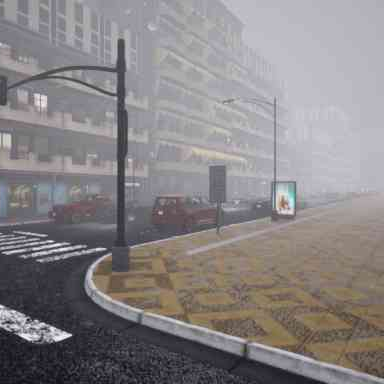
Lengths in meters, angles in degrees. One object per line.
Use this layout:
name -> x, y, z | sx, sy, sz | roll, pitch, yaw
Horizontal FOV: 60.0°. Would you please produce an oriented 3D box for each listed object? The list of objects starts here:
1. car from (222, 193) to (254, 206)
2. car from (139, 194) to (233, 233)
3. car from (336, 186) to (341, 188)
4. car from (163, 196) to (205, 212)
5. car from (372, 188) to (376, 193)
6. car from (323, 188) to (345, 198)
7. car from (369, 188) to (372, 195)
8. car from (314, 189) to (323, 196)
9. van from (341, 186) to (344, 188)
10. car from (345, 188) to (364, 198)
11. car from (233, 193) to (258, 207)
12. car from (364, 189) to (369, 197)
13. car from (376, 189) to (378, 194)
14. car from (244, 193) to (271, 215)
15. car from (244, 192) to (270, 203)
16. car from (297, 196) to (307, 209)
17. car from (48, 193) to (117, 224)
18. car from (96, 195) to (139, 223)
car -> 5.695, 0.829, 40.634 | 2.008, 1.369, 4.403 | 2, 2, 35
car -> -0.115, 1.026, 17.696 | 2.192, 1.841, 5.009 | 1, 2, 35
car -> 34.300, -0.240, 81.534 | 1.967, 1.590, 4.097 | 2, 2, 35
car -> -0.662, 1.069, 31.545 | 1.802, 1.307, 4.206 | 2, 2, 35
car -> 38.032, -0.012, 72.252 | 1.887, 1.381, 4.507 | 1, 2, 35
car -> 24.644, 0.380, 57.655 | 1.994, 1.385, 4.181 | 0, 1, 35
car -> 34.853, 0.095, 67.706 | 1.887, 1.381, 4.507 | 1, 2, 35
car -> 27.943, -0.025, 72.444 | 1.967, 1.590, 4.097 | 2, 2, 35
van -> 37.479, -0.446, 86.076 | 1.690, 1.788, 3.998 | 2, 2, 35
car -> 28.495, 0.308, 58.615 | 1.887, 1.381, 4.507 | 1, 2, 35
car -> 6.070, 0.833, 36.656 | 2.128, 1.511, 4.902 | 0, 1, 35
car -> 31.674, 0.098, 63.157 | 1.967, 1.590, 4.097 | 1, 2, 35
car -> 44.389, -0.221, 81.344 | 2.008, 1.369, 4.403 | 1, 2, 35
car -> 6.242, 1.069, 26.794 | 1.947, 1.339, 4.313 | 1, 2, 35
car -> 8.872, 0.754, 45.179 | 1.802, 1.307, 4.206 | 2, 2, 35
car -> 9.421, 0.965, 31.340 | 1.947, 1.339, 4.313 | 1, 2, 35
car -> -7.017, 1.010, 22.448 | 2.192, 1.841, 5.009 | 1, 2, 35
car -> -3.754, 1.167, 22.627 | 1.837, 1.490, 4.892 | 0, 1, 35
